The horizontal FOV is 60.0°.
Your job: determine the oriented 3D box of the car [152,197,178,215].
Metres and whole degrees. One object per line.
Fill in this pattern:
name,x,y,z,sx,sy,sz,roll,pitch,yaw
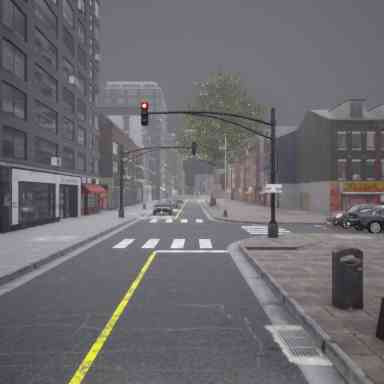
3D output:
car,-2.878,1.554,34.073,2.033,1.411,5.357,0,0,0

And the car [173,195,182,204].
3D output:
car,-2.882,1.506,46.338,2.128,1.511,4.902,0,0,0

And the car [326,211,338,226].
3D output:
car,10.910,1.515,21.675,4.097,1.590,1.967,0,0,0

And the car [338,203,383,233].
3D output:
car,11.387,1.574,19.034,4.892,1.490,1.837,0,0,0
